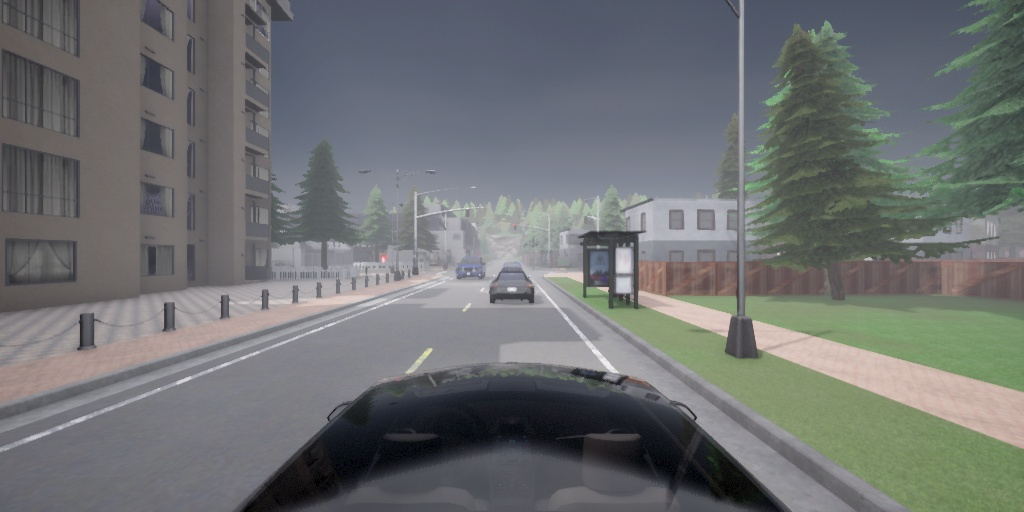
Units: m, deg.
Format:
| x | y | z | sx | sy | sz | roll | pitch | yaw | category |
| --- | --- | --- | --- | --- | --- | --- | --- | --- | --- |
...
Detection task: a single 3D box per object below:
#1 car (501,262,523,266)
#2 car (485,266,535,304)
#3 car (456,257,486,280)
| x | y | z | sx | sy | sz | roll | pitch | yaw | category |
| --- | --- | --- | --- | --- | --- | --- | --- | --- | --- |
| 0.000 | 1.233 | 31.500 | 1.882 | 1.535 | 5.008 | 0 | 0 | 0 | car |
| 0.000 | 1.320 | 16.500 | 1.994 | 1.385 | 4.181 | 0 | 0 | 0 | car |
| -3.500 | 1.075 | 31.480 | 2.150 | 2.045 | 5.566 | 0 | 0 | 0 | car |
